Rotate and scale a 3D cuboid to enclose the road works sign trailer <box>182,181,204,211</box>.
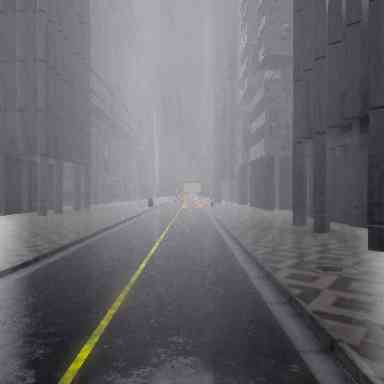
[{"bbox_3d":[0.017,0.479,41.113,2.380,3.560,2.880,0,0,0],"label":"road works sign trailer"}]

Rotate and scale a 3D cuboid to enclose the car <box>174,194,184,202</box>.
[{"bbox_3d":[-2.999,1.400,75.964,2.097,1.767,4.553,0,0,0],"label":"car"}]
